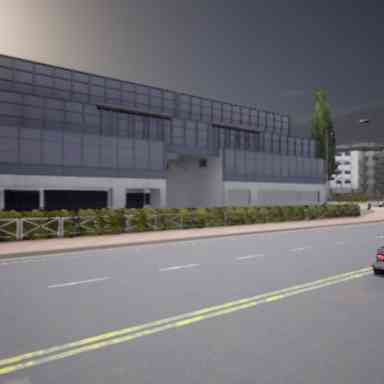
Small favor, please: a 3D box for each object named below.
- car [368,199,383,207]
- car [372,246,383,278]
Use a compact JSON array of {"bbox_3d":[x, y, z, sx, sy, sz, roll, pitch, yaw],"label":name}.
[{"bbox_3d":[31.860,1.897,56.247,1.895,1.301,4.718,0,0,0],"label":"car"},{"bbox_3d":[6.836,1.601,8.714,5.357,1.411,2.033,0,0,-35],"label":"car"}]
